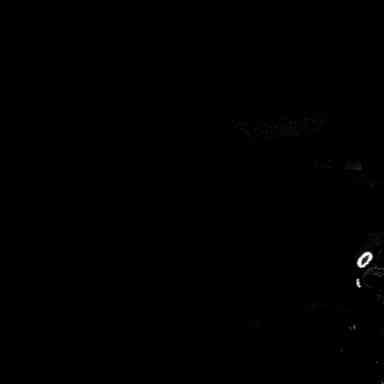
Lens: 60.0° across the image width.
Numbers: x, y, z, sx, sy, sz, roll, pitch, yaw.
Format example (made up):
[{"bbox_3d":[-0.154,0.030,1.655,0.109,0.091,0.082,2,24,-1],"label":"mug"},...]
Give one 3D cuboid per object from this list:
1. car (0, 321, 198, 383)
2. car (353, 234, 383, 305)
[{"bbox_3d":[-2.346,1.561,1.358,5.357,1.411,2.033,0,0,-37],"label":"car"},{"bbox_3d":[5.449,1.357,7.212,4.553,1.767,2.097,0,0,-37],"label":"car"}]
